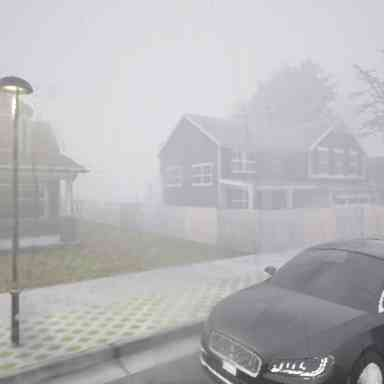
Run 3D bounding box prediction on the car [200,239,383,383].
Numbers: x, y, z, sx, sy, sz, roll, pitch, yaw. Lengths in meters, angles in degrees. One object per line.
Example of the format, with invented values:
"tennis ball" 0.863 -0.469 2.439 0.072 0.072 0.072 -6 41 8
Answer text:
"car" 2.357 1.507 4.731 4.892 1.490 1.837 0 0 -35
